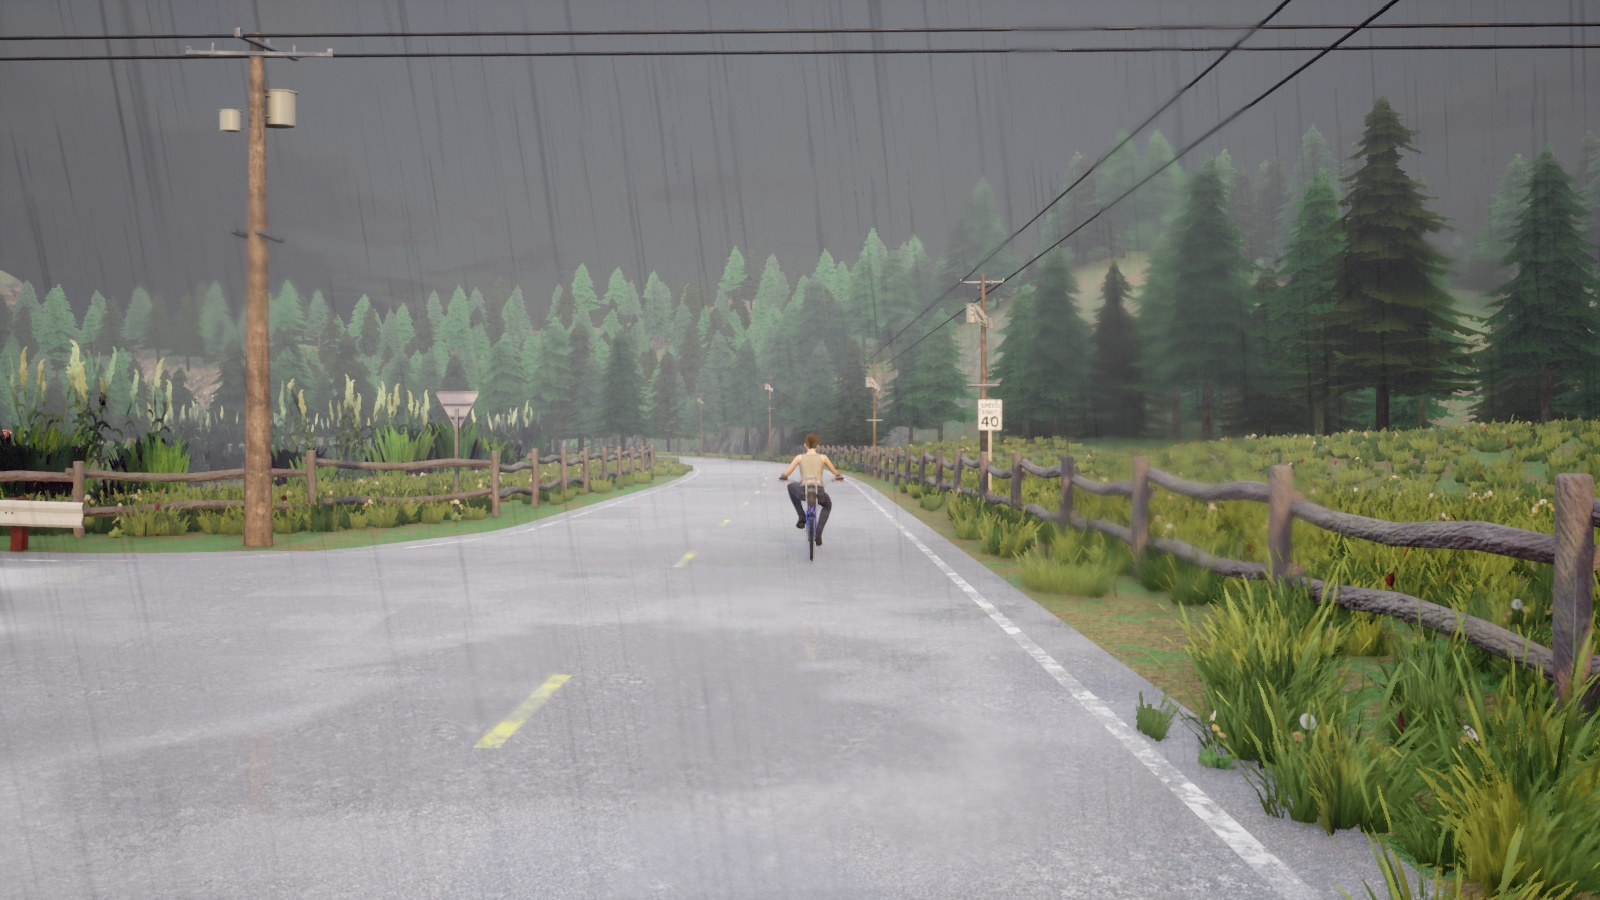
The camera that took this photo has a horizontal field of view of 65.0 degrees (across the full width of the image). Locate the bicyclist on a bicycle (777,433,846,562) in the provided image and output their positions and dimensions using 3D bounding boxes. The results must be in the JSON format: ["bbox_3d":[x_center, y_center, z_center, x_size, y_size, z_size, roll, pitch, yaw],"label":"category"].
[{"bbox_3d":[0.149,0.590,16.473,0.866,1.612,1.509,0,0,0],"label":"bicyclist on a bicycle"}]
